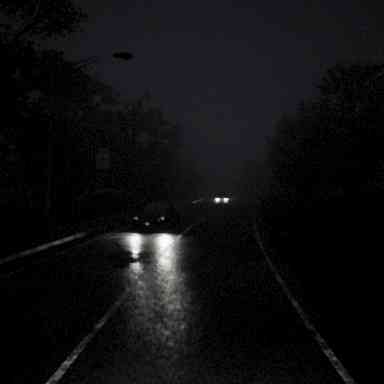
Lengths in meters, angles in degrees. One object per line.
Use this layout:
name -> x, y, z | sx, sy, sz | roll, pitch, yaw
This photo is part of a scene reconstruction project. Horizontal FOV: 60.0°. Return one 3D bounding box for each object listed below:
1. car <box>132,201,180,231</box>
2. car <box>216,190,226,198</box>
car -> -1.835, 1.230, 18.553 | 1.812, 1.442, 4.674 | 0, 1, 9
car -> 5.175, 0.337, 59.092 | 1.895, 1.301, 4.718 | 0, 1, 5
